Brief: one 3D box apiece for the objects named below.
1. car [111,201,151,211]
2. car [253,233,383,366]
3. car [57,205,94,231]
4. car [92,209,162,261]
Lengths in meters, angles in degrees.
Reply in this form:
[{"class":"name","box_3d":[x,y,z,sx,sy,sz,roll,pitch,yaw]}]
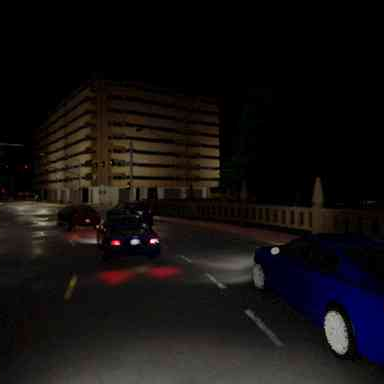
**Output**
[{"class":"car","box_3d":[-4.498,1.426,23.432,2.097,1.767,4.553,0,0,-32]},{"class":"car","box_3d":[2.660,1.485,6.052,1.882,1.535,5.008,0,0,-9]},{"class":"car","box_3d":[-7.466,1.555,21.695,1.882,1.535,5.008,0,0,-32]},{"class":"car","box_3d":[-2.536,1.587,12.574,2.033,1.411,5.357,0,0,-19]}]
